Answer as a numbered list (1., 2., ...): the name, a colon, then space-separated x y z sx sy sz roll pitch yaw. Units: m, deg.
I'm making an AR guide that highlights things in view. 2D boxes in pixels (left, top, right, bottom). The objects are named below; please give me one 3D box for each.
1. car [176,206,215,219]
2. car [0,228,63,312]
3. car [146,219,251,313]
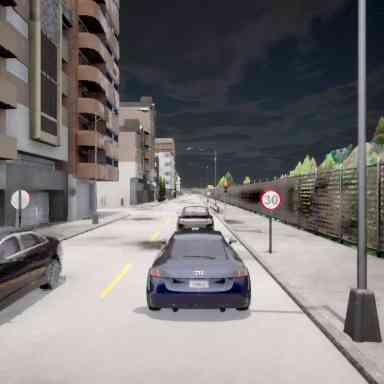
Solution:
1. car: 0.184 1.491 17.690 2.128 1.511 4.902 0 0 1
2. car: -4.074 1.491 6.253 2.128 1.511 4.902 0 0 0
3. car: 0.130 1.564 7.775 1.994 1.385 4.181 0 0 0
